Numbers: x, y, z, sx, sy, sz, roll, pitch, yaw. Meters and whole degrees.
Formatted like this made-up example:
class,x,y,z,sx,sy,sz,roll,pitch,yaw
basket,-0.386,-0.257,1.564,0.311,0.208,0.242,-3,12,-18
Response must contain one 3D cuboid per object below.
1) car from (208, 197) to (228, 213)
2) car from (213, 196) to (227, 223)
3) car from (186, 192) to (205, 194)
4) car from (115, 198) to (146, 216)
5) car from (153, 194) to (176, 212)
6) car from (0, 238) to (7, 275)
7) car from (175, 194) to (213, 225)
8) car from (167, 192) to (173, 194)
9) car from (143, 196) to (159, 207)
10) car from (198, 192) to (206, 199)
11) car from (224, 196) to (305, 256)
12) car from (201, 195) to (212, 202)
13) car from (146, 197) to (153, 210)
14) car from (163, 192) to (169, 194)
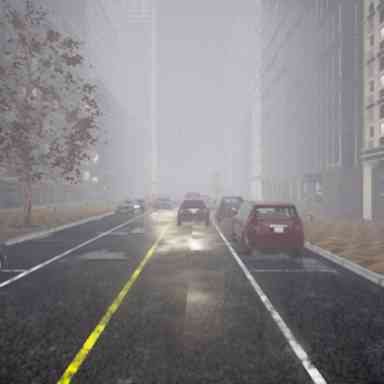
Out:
class,x,y,z,sx,sy,sz,roll,pitch,yaw
car,2.689,1.324,35.641,1.752,1.417,4.829,0,0,0
car,2.691,1.181,24.086,2.192,1.841,5.009,0,0,0
car,0.093,0.990,40.954,2.150,2.045,5.566,0,1,0
car,-5.691,1.384,29.790,2.008,1.369,4.403,0,0,0
car,-3.100,1.274,36.069,1.882,1.535,5.008,0,0,0
car,-5.688,1.512,7.021,2.008,1.369,4.403,0,0,0
car,0.098,1.226,22.725,2.097,1.767,4.553,0,0,0
car,-5.697,1.132,69.635,1.887,1.381,4.507,0,0,0
car,-5.693,1.312,46.866,1.802,1.307,4.206,0,0,0
car,2.682,0.917,86.697,1.967,1.590,4.097,0,0,0
car,2.693,1.245,12.702,2.192,1.841,5.009,0,0,0
car,2.685,1.190,63.932,1.947,1.339,4.313,0,0,0
car,-5.692,1.365,35.483,1.947,1.339,4.313,0,0,0
car,-5.695,1.210,58.251,2.008,1.369,4.403,0,0,0
